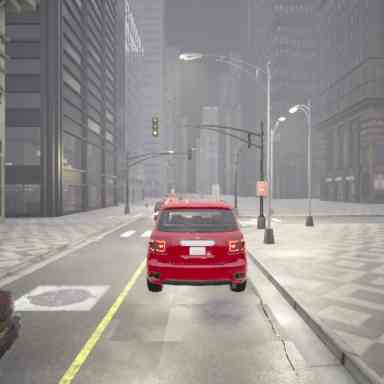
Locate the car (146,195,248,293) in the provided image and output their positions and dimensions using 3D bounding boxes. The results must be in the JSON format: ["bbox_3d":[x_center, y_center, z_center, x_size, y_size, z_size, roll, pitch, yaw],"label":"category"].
[{"bbox_3d":[0.099,1.221,9.031,2.150,2.045,5.566,0,0,0],"label":"car"}]

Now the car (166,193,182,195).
[{"bbox_3d":[-3.111,1.228,50.037,2.150,2.045,5.566,0,0,0],"label":"car"}]

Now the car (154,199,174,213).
[{"bbox_3d":[-3.109,1.566,37.864,1.994,1.385,4.181,0,0,0],"label":"car"}]

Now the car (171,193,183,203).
[{"bbox_3d":[-3.028,1.235,68.204,2.150,2.045,5.566,0,0,0],"label":"car"}]

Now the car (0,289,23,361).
[{"bbox_3d":[-3.099,1.547,1.928,2.033,1.411,5.357,0,0,0],"label":"car"}]
